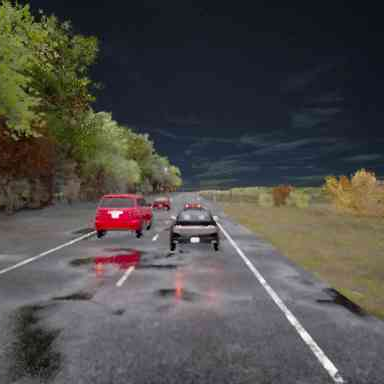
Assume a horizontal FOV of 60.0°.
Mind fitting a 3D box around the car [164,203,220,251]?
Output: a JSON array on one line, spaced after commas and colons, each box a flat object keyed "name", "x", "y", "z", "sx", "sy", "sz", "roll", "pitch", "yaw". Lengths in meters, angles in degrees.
[{"name": "car", "x": 0.104, "y": 1.433, "z": 13.920, "sx": 2.128, "sy": 1.511, "sz": 4.902, "roll": 0, "pitch": 0, "yaw": 0}]

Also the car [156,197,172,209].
[{"name": "car", "x": -3.387, "y": 1.309, "z": 38.230, "sx": 1.882, "sy": 1.535, "sz": 5.008, "roll": 0, "pitch": 0, "yaw": 0}]

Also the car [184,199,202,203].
[{"name": "car", "x": 0.111, "y": 1.444, "z": 35.705, "sx": 1.895, "sy": 1.301, "sz": 4.718, "roll": 0, "pitch": 0, "yaw": 0}]

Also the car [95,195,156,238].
[{"name": "car", "x": -3.394, "y": 1.146, "z": 17.420, "sx": 2.150, "sy": 2.045, "sz": 5.566, "roll": 0, "pitch": 0, "yaw": 0}]
